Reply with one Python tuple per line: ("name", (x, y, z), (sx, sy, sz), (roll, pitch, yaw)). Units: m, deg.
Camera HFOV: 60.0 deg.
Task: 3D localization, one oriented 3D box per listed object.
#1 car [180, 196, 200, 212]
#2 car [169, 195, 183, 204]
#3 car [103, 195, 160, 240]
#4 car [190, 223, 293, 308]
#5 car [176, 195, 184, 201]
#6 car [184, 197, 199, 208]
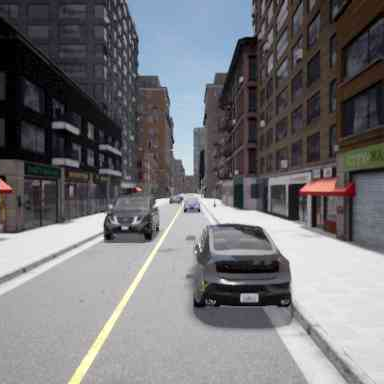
("car", (0.008, 1.477, 37.051), (2.033, 1.411, 5.357), (0, 0, 0))
("car", (-2.939, 1.438, 58.502), (1.994, 1.385, 4.181), (0, 0, 0))
("car", (-2.885, 1.193, 17.034), (2.150, 2.045, 5.566), (0, 0, 0))
("car", (0.941, 1.494, 7.894), (1.837, 1.490, 4.892), (0, 0, 0))
("car", (-2.911, 1.410, 81.541), (1.895, 1.301, 4.718), (0, 0, 0))
("car", (-0.085, 1.468, 47.478), (1.994, 1.385, 4.181), (0, 0, 0))
